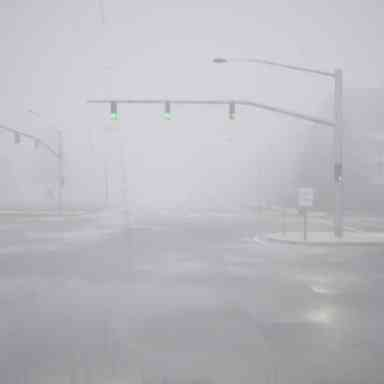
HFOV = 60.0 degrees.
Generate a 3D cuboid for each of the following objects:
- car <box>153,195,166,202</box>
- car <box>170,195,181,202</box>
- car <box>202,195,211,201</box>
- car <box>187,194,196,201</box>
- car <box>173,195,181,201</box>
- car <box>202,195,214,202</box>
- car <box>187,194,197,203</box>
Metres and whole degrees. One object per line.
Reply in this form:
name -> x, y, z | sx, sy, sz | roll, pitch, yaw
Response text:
car -> -7.049, 1.493, 69.410 | 1.895, 1.301, 4.718 | 0, 0, 0
car -> -3.549, 1.422, 69.383 | 1.812, 1.442, 4.674 | 0, 0, 0
car -> 3.443, 1.344, 79.389 | 2.033, 1.411, 5.357 | 0, 0, 0
car -> -0.057, 1.330, 79.386 | 2.128, 1.511, 4.902 | 0, 0, 0
car -> -3.557, 1.400, 79.413 | 1.895, 1.301, 4.718 | 0, 0, 0
car -> 3.451, 1.450, 69.388 | 1.994, 1.385, 4.181 | 0, 0, 0
car -> -0.048, 1.420, 68.969 | 2.128, 1.511, 4.902 | 0, 0, 0
